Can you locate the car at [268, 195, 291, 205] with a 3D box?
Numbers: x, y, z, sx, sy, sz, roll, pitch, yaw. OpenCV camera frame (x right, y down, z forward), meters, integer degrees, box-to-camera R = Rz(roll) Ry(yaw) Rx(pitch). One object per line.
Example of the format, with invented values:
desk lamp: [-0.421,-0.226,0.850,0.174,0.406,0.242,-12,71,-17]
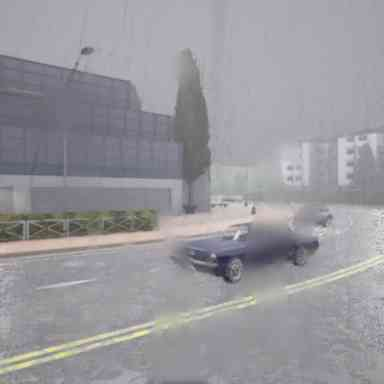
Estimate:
car: [15.197,1.370,57.709,2.097,1.767,4.553,0,0,-20]

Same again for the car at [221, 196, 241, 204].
car: [7.610,1.462,65.062,1.812,1.442,4.674,0,0,-34]

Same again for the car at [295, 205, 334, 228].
car: [8.257,1.572,22.371,1.994,1.385,4.181,0,0,31]

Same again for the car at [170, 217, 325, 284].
car: [1.704,1.604,9.800,4.718,1.301,1.895,0,0,-39]
